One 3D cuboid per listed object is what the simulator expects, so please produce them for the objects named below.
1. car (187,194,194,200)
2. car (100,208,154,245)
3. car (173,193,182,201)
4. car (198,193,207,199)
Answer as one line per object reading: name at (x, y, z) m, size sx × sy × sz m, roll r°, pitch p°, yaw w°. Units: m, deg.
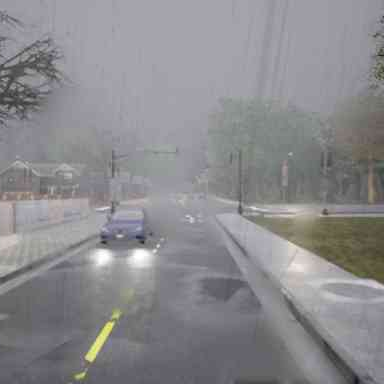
car at (-0.397, 1.303, 90.670) m, size 2.033 × 1.411 × 5.357 m, roll 0°, pitch 0°, yaw -1°
car at (-2.826, 1.477, 15.398) m, size 1.812 × 1.442 × 4.674 m, roll 0°, pitch 0°, yaw 0°
car at (-3.550, 1.152, 80.978) m, size 2.097 × 1.767 × 4.553 m, roll 0°, pitch 0°, yaw -1°
car at (2.849, 1.117, 91.089) m, size 2.097 × 1.767 × 4.553 m, roll 0°, pitch 0°, yaw -1°
